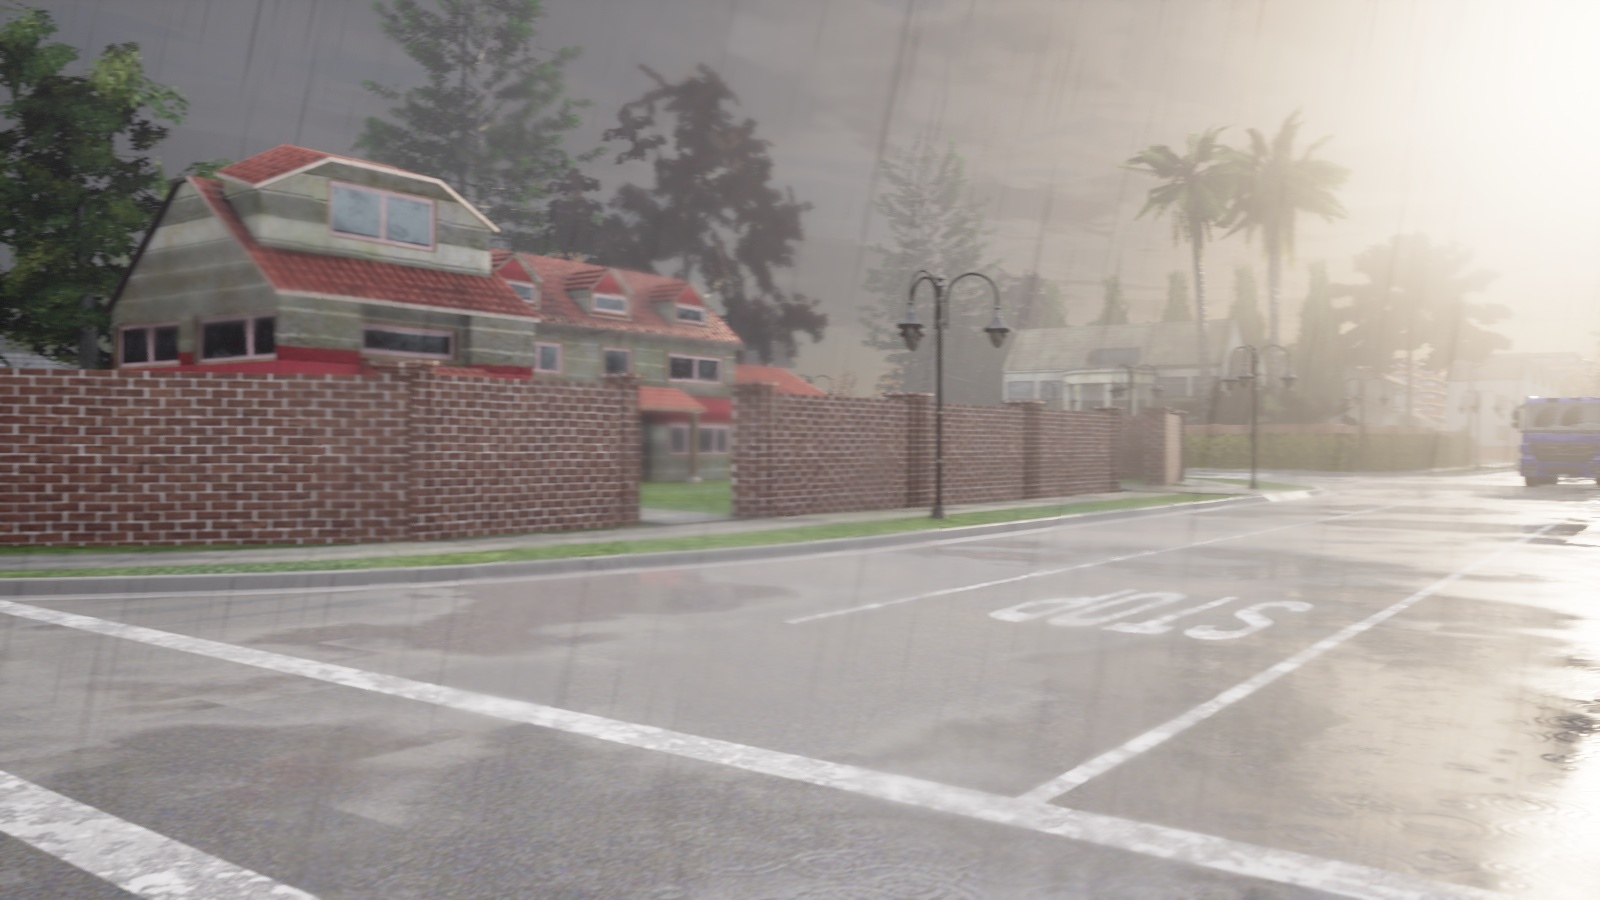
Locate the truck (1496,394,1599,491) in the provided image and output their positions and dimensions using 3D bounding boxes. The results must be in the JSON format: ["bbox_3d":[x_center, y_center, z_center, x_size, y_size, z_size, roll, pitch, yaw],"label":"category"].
[{"bbox_3d":[29.318,-0.302,49.052,2.891,3.462,7.936,1,1,35],"label":"truck"}]
